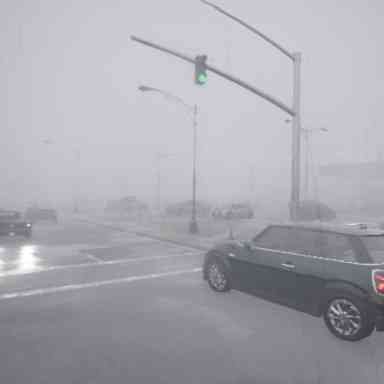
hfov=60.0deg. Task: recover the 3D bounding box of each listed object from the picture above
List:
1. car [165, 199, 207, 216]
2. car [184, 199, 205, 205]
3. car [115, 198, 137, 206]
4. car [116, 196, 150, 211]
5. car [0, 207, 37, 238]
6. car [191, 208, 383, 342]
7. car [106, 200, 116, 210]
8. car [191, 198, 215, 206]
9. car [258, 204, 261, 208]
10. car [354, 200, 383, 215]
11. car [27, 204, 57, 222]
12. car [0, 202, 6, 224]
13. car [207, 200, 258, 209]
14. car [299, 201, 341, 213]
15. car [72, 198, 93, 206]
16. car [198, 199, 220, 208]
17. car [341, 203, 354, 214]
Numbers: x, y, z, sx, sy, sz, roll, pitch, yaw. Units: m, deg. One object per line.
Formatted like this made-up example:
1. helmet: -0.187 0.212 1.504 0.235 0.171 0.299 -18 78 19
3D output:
1. car: -0.352 1.618 34.916 5.027 1.636 2.152 1 -1 -36
2. car: 0.587 2.321 77.791 4.514 1.523 2.007 1 -1 -36
3. car: -12.794 1.999 64.515 3.806 1.475 1.970 1 -1 -36
4. car: -7.807 1.545 45.314 3.866 1.878 1.905 1 -1 -36
5. car: -9.885 1.698 17.716 1.895 1.301 4.718 1 -1 -36
6. car: 2.225 1.400 7.000 2.097 1.767 4.553 1 0 -36
7. car: -9.836 1.559 47.435 4.605 1.855 1.932 1 -1 -36
8. car: 2.458 2.312 75.272 5.027 1.636 2.152 1 -1 -36
9. car: 8.917 2.121 53.030 4.514 1.523 2.007 1 -1 -36
10. car: 23.910 2.035 44.410 3.866 1.878 1.905 1 -1 -36
11. car: -12.539 1.698 27.599 1.812 1.442 4.674 1 -1 -36
12. car: -16.133 1.606 26.439 1.837 1.490 4.892 1 -1 -36
13. car: 3.650 1.701 29.889 3.806 1.475 1.970 1 -1 -36
14. car: 11.511 1.903 31.019 4.514 1.523 2.007 1 -1 -36
15. car: -20.560 1.844 62.613 3.633 1.501 1.845 1 -1 -36
16. car: 3.127 2.146 61.175 3.633 1.501 1.845 1 -1 -36
17. car: 22.465 2.332 47.464 3.806 1.475 1.970 1 -1 -36
